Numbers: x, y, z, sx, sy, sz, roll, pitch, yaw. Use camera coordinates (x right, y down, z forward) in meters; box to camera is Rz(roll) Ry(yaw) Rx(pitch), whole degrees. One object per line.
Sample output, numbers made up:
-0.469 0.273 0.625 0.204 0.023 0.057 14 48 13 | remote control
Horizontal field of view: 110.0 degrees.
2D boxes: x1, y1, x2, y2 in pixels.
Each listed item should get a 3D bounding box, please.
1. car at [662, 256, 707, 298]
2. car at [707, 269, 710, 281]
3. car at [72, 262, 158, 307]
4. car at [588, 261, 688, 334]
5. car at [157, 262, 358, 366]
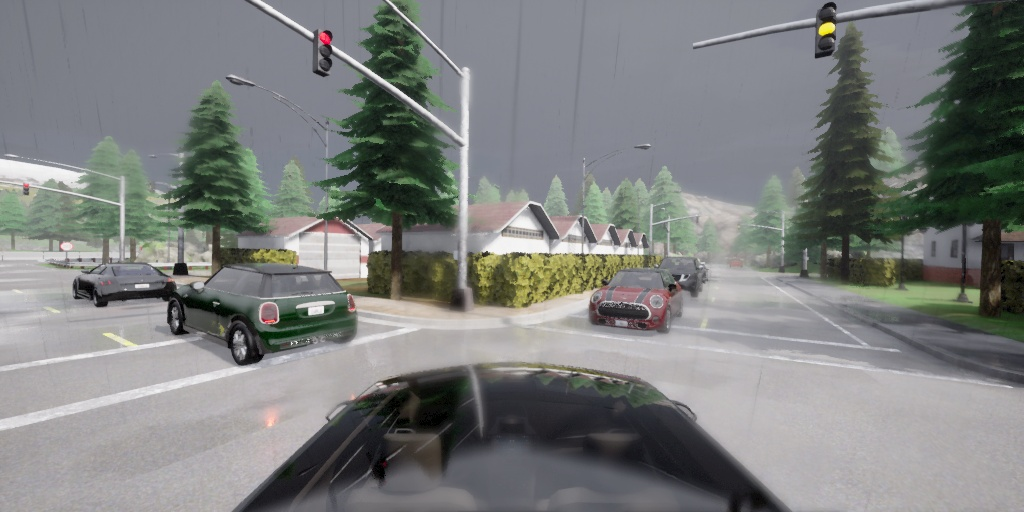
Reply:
9.342 1.048 20.036 2.150 2.045 5.566 1 1 31 | car
14.640 1.338 28.787 1.837 1.490 4.892 1 1 31 | car
-14.104 0.911 13.045 4.181 1.385 1.994 2 1 31 | car
4.033 1.172 11.280 2.097 1.767 4.553 1 1 31 | car
-5.527 0.923 7.888 4.553 1.767 2.097 4 2 31 | car
